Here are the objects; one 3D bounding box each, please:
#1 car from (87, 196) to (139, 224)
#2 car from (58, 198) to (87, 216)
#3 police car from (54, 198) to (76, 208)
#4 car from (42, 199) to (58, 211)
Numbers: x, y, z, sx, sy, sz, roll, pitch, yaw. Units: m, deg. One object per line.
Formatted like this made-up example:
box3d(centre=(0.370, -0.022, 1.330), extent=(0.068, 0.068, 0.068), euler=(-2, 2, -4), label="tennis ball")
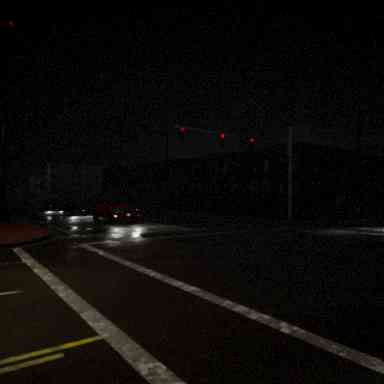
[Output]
box3d(centre=(-6.268, 1.342, 26.734), extent=(2.150, 2.045, 5.566), euler=(1, -1, -36), label="car")
box3d(centre=(-12.157, 1.627, 34.945), extent=(1.837, 1.490, 4.892), euler=(1, 0, -36), label="car")
box3d(centre=(-19.965, 1.670, 52.017), extent=(2.038, 1.542, 4.974), euler=(1, -1, -36), label="police car")
box3d(centre=(-18.143, 1.650, 43.316), extent=(1.812, 1.442, 4.674), euler=(1, 0, -36), label="car")
